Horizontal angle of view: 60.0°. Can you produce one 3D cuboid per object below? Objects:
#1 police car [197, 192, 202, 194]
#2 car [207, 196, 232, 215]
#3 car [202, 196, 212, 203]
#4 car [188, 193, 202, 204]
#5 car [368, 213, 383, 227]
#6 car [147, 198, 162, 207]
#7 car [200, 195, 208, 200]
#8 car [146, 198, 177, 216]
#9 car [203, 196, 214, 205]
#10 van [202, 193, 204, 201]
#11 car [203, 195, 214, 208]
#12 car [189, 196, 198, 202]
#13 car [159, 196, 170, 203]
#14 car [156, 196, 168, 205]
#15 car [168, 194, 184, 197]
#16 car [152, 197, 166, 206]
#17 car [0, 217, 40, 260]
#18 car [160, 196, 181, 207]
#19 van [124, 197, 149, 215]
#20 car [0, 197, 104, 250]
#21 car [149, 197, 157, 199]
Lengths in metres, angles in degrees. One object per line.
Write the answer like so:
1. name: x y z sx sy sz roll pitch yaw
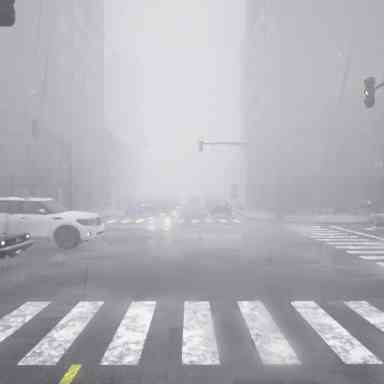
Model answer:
1. police car: 2.781 1.420 79.454 1.930 1.638 5.238 0 0 0
2. car: 2.839 1.442 33.348 1.967 1.590 4.097 0 0 0
3. car: 3.019 1.551 67.363 2.008 1.369 4.403 0 0 0
4. car: 0.423 1.501 61.363 1.837 1.490 4.892 0 -2 0
5. car: 13.642 1.615 20.676 4.718 1.301 1.895 0 0 0
6. car: -5.597 1.585 50.395 1.802 1.307 4.206 0 0 0
7. car: 3.138 1.557 90.040 1.947 1.339 4.313 0 0 0
8. car: -2.929 1.602 33.164 1.895 1.301 4.718 0 0 3
9. car: 2.989 1.527 61.863 1.752 1.417 4.829 0 0 0
10. van: 2.958 1.343 56.024 1.690 1.788 3.998 0 0 0
11. car: 2.899 1.443 44.686 1.967 1.590 4.097 0 0 0
12. car: 0.393 1.538 74.197 2.033 1.411 5.357 0 0 0
13. car: -5.507 1.566 67.400 1.947 1.339 4.313 0 0 0
14. car: -5.538 1.527 61.561 1.752 1.417 4.829 0 0 0
15. car: -2.811 1.550 53.837 2.033 1.411 5.357 0 0 1
16. car: -5.567 1.568 56.063 1.947 1.339 4.313 0 0 0
17. car: -7.741 1.594 10.623 4.718 1.301 1.895 0 0 0
18. car: -2.875 1.603 43.147 1.895 1.301 4.718 0 0 1
19. van: -5.687 1.343 33.390 1.690 1.788 3.998 0 0 0
20. car: -6.576 1.216 13.882 5.566 2.045 2.150 0 0 0
21. car: -5.657 1.442 39.059 1.967 1.590 4.097 0 0 0
